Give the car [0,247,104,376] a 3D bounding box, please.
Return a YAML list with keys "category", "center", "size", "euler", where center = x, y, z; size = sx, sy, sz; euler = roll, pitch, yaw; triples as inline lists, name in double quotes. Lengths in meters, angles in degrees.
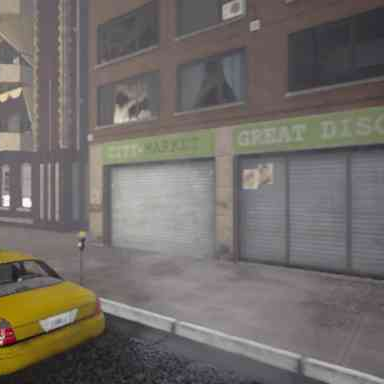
- category: "car"
  center: [-3.482, 1.512, 5.361]
  size: [4.829, 1.417, 1.752]
  euler: [0, 0, 36]
